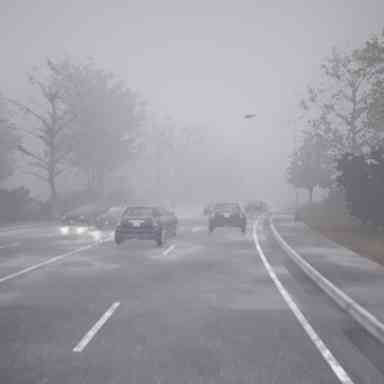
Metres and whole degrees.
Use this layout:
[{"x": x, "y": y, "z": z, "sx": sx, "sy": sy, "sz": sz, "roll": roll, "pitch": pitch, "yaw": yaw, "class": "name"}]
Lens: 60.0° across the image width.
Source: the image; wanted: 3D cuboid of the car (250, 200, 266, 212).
[{"x": 7.581, "y": 1.583, "z": 39.206, "sx": 1.895, "sy": 1.301, "sz": 4.718, "roll": -1, "pitch": 0, "yaw": 21, "class": "car"}]

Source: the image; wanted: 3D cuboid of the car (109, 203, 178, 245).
[{"x": -2.017, "y": 1.376, "z": 15.984, "sx": 2.097, "sy": 1.767, "sz": 4.553, "roll": 0, "pitch": 0, "yaw": 8, "class": "car"}]

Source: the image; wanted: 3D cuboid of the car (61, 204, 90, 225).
[{"x": -7.673, "y": 1.657, "z": 25.332, "sx": 2.033, "sy": 1.411, "sz": 5.357, "roll": -1, "pitch": 0, "yaw": 12, "class": "car"}]

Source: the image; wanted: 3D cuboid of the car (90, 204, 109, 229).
[{"x": -4.696, "y": 1.592, "z": 22.283, "sx": 1.812, "sy": 1.442, "sz": 4.674, "roll": -1, "pitch": 0, "yaw": 12, "class": "car"}]

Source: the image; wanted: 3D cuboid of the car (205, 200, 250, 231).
[{"x": 2.330, "y": 1.356, "z": 20.664, "sx": 2.097, "sy": 1.767, "sz": 4.553, "roll": -1, "pitch": 0, "yaw": 10, "class": "car"}]
